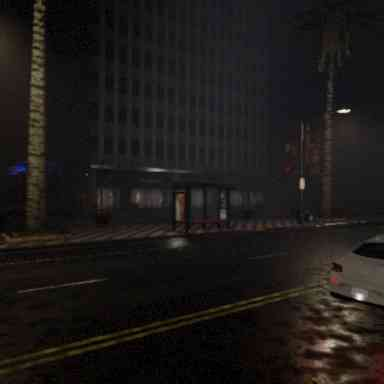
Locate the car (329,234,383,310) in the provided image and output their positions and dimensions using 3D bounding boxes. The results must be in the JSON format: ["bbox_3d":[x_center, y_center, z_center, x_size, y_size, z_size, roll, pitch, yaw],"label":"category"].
[{"bbox_3d":[4.830,1.624,7.190,4.674,1.442,1.812,1,0,-35],"label":"car"}]
